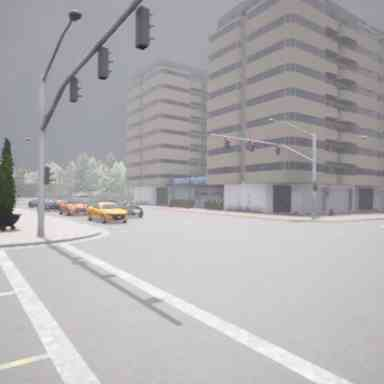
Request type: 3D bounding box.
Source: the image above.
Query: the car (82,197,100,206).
[{"bbox_3d":[-19.064,1.760,62.700,1.837,1.490,4.892,1,0,-34],"label":"car"}]

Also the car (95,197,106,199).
[{"bbox_3d":[-11.499,1.516,39.282,2.097,1.767,4.553,1,0,-35],"label":"car"}]

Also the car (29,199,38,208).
[{"bbox_3d":[-23.265,1.687,50.089,1.994,1.385,4.181,1,0,-35],"label":"car"}]

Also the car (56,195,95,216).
[{"bbox_3d":[-11.937,1.472,33.791,2.097,1.767,4.553,1,0,-35],"label":"car"}]

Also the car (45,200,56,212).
[{"bbox_3d":[-17.565,1.722,41.860,1.895,1.301,4.718,1,0,-35],"label":"car"}]

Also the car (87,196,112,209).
[{"bbox_3d":[-13.676,1.562,48.865,2.097,1.767,4.553,1,0,-35],"label":"car"}]

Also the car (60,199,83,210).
[{"bbox_3d":[-17.349,1.766,47.681,1.895,1.301,4.718,1,0,-35],"label":"car"}]

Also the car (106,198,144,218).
[{"bbox_3d":[-6.318,1.654,31.848,2.128,1.511,4.902,1,0,-35],"label":"car"}]

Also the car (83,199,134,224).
[{"bbox_3d":[-6.741,1.596,26.336,1.882,1.535,5.008,1,0,-35],"label":"car"}]

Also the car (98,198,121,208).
[{"bbox_3d":[-13.741,1.745,55.072,2.128,1.511,4.902,1,0,-35],"label":"car"}]
